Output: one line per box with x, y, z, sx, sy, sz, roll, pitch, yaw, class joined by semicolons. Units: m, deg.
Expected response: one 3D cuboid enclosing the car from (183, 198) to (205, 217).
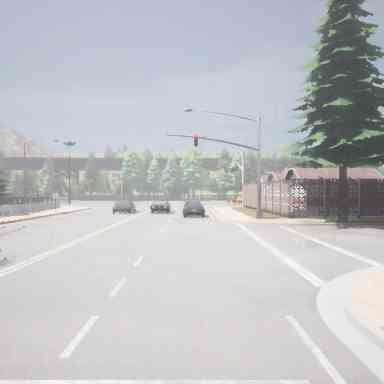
0.173;1.563;31.093;1.994;1.385;4.181;0;0;-1;car

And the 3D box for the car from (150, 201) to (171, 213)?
-3.370;1.601;36.467;1.895;1.301;4.718;0;0;0;car

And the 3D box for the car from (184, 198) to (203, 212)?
0.150;1.491;40.047;2.128;1.511;4.902;0;0;1;car

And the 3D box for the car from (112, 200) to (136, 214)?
-7.039;1.525;34.894;1.812;1.442;4.674;0;0;0;car
